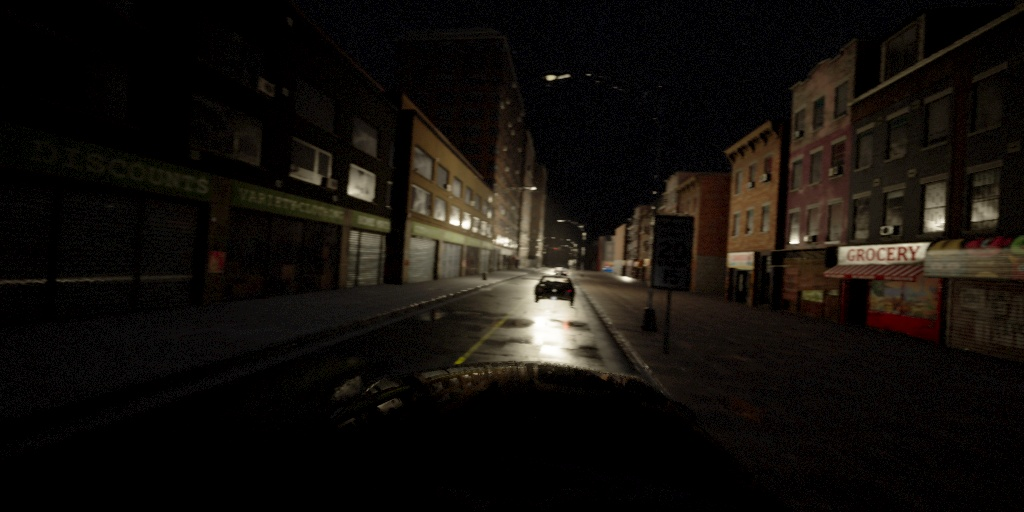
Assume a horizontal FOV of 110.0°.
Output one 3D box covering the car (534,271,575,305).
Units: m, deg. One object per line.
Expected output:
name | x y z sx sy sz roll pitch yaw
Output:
car | 2.220 1.648 18.300 1.895 1.301 4.718 4 -1 8

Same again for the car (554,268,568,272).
car | 6.659 2.240 49.094 1.895 1.301 4.718 4 -1 8
